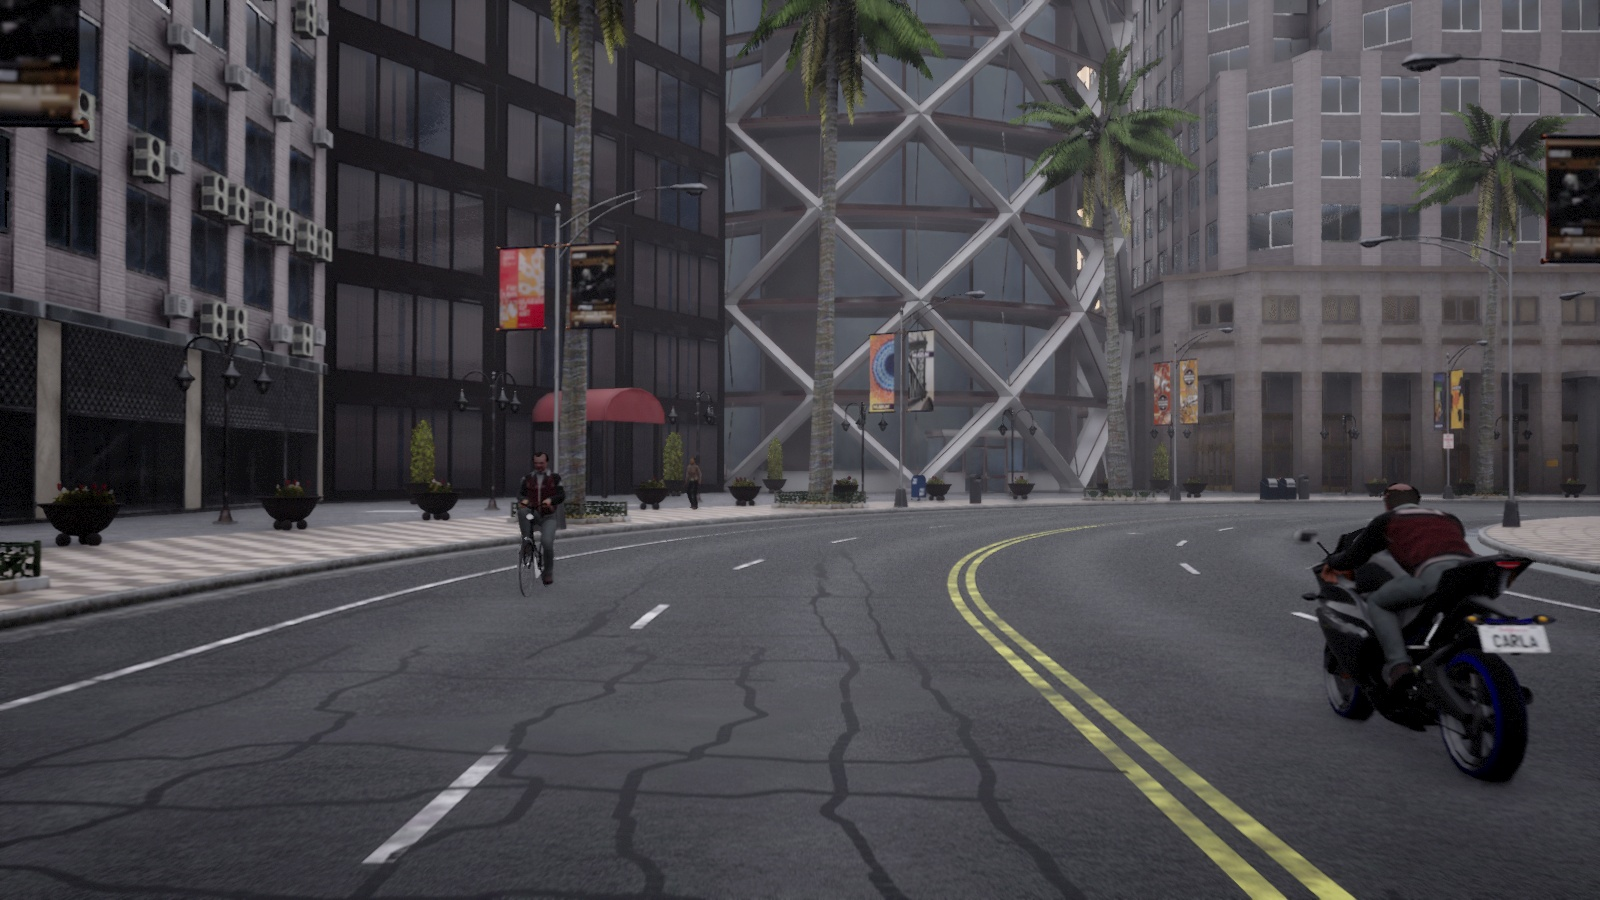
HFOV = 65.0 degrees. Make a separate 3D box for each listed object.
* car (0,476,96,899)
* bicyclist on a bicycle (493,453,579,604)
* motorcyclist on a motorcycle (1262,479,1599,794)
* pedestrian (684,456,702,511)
[{"bbox_3d":[-3.460,0.810,1.822,2.128,1.511,4.902,0,-1,0],"label":"car"},{"bbox_3d":[-3.270,0.934,15.695,0.659,1.776,1.843,0,-1,1],"label":"bicyclist on a bicycle"},{"bbox_3d":[3.515,0.943,7.278,0.866,1.530,2.191,0,-1,0],"label":"motorcyclist on a motorcycle"},{"bbox_3d":[-3.637,1.127,42.593,0.331,1.846,0.634,-1,-1,25],"label":"pedestrian"}]
